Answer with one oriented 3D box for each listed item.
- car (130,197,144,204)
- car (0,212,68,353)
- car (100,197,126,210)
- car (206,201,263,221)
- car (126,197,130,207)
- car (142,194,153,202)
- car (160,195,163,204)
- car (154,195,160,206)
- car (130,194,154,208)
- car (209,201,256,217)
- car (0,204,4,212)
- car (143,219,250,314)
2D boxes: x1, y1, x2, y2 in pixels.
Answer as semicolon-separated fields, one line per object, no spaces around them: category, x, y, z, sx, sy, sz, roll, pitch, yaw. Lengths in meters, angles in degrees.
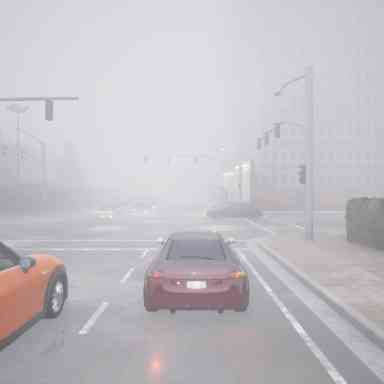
car;-10.449;1.601;63.460;1.895;1.301;4.718;0;0;1
car;-3.432;1.352;4.547;2.097;1.767;4.553;0;0;1
car;-10.535;1.491;43.553;2.128;1.511;4.902;0;0;1
car;3.472;1.568;27.278;4.674;1.442;1.812;1;0;-11
car;-10.508;1.477;52.701;1.882;1.535;5.008;0;0;0
car;-10.379;1.341;78.165;2.097;1.767;4.553;0;0;0
car;-6.922;1.352;66.171;2.097;1.767;4.553;0;0;1
car;-6.995;1.505;56.093;1.837;1.490;4.892;0;0;0
car;-7.012;1.352;47.151;2.097;1.767;4.553;0;0;0
car;3.998;1.604;32.691;4.181;1.385;1.994;1;0;20
car;-20.506;1.534;31.447;5.008;1.535;1.882;0;0;0
car;0.090;1.564;7.720;1.994;1.385;4.181;0;0;0
